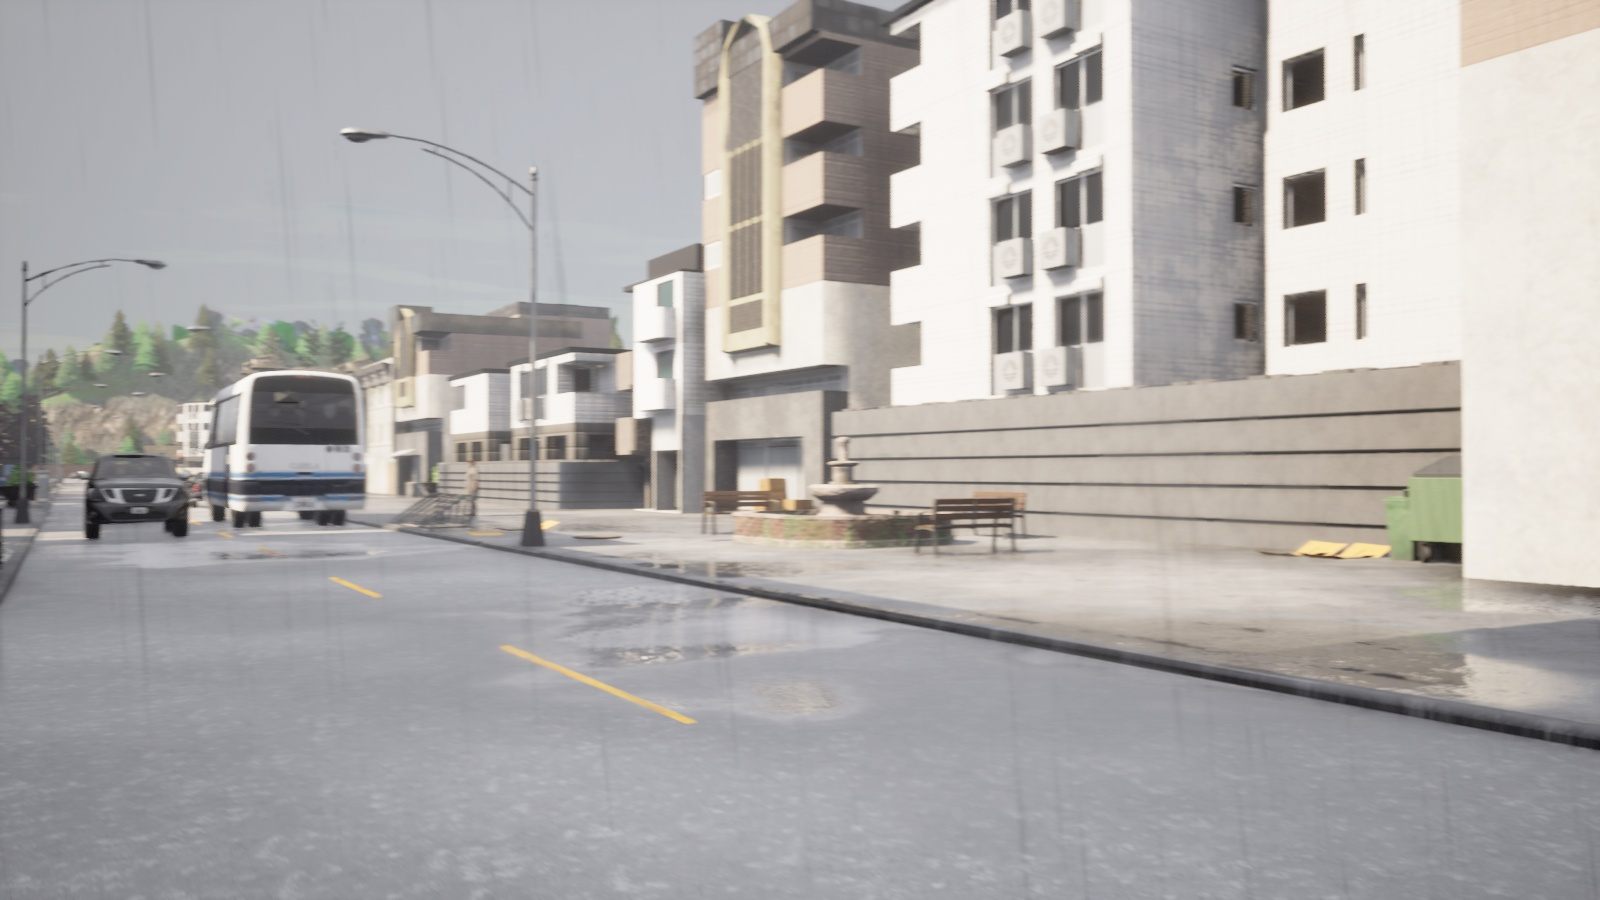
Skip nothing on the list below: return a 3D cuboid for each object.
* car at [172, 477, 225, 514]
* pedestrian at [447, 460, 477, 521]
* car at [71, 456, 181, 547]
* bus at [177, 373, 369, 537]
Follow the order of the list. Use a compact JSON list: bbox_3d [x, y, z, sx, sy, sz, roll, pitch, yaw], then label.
[{"bbox_3d":[-26.614,1.967,55.507,1.789,1.549,3.705,0,-1,-31],"label":"car"},{"bbox_3d":[-11.061,1.319,41.107,0.873,1.952,0.659,0,-1,-24],"label":"pedestrian"},{"bbox_3d":[-16.698,1.204,30.964,2.150,2.045,5.566,0,-1,-31],"label":"car"},{"bbox_3d":[-16.186,0.223,37.941,3.944,4.253,10.273,0,-1,-31],"label":"bus"}]
